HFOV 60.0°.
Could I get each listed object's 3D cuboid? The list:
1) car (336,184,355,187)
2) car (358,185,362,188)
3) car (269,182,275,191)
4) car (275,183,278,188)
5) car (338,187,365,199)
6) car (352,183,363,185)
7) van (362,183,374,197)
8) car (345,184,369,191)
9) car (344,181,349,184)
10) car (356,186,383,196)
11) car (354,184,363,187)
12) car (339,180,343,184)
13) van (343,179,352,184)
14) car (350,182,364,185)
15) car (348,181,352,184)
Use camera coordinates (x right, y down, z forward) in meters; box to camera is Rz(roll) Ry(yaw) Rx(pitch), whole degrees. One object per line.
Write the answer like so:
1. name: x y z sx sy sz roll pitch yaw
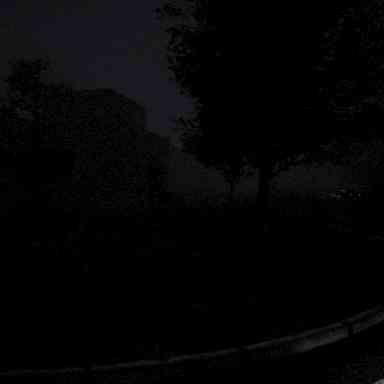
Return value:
1. car: 26.819 -0.151 58.516 1.837 1.490 4.892 2 4 18
2. car: 31.469 0.078 56.302 4.792 1.488 2.163 2 4 18
3. car: 14.451 -0.854 64.653 1.994 1.385 4.181 2 3 18
4. car: 19.756 -1.652 80.982 2.033 1.411 5.357 2 4 18
5. car: 23.797 0.367 49.973 1.895 1.301 4.718 2 3 10
6. car: 34.043 -0.391 64.207 4.892 1.521 2.231 2 4 18
7. van: 30.467 -0.035 53.702 4.442 1.987 1.878 2 4 18
8. car: 38.390 -1.080 77.370 4.674 1.452 2.002 2 4 18
9. car: 37.520 -0.975 74.734 5.008 1.535 2.097 2 4 18
10. car: 33.207 -0.215 61.567 4.792 1.488 2.163 2 4 18
11. car: 32.135 -0.109 59.001 5.366 1.575 1.946 2 4 18
12. car: 40.972 -1.526 85.272 4.792 1.488 2.163 2 4 18
13. van: 39.377 -1.486 79.947 4.442 1.987 1.878 2 4 18
14. car: 34.923 -0.538 66.834 5.008 1.535 2.097 2 4 18
15. car: 35.819 -0.808 69.451 4.553 1.767 2.185 2 4 18
